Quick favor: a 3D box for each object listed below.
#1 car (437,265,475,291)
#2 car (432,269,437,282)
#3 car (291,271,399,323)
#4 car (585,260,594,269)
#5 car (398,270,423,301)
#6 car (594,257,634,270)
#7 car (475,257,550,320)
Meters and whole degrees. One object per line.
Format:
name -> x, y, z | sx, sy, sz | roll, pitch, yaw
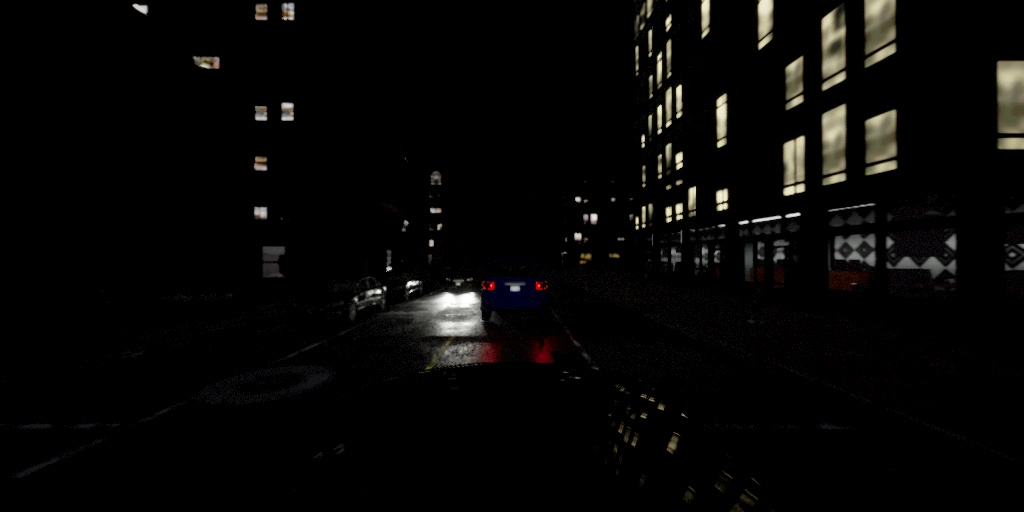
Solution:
car -> -3.081, 1.362, 22.990 | 2.128, 1.511, 4.902 | 0, 0, 0
car -> -5.718, 1.499, 30.884 | 1.802, 1.307, 4.207 | 0, 0, 0
car -> -5.683, 1.361, 12.319 | 2.007, 1.370, 4.403 | 0, 0, 0
car -> 14.622, 1.093, 59.228 | 5.009, 1.841, 2.192 | 0, 0, 0
car -> -5.678, 1.393, 17.967 | 2.007, 1.370, 4.403 | 0, 0, 0
car -> 14.749, 1.059, 50.848 | 5.009, 1.841, 2.192 | 0, 0, 0
car -> 0.099, 1.038, 13.080 | 2.150, 2.045, 5.566 | 0, 0, 0
